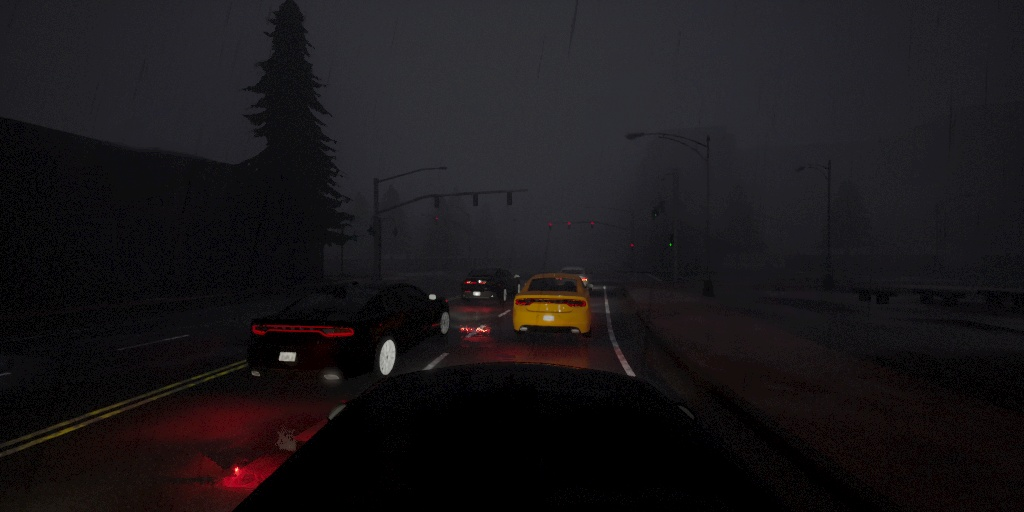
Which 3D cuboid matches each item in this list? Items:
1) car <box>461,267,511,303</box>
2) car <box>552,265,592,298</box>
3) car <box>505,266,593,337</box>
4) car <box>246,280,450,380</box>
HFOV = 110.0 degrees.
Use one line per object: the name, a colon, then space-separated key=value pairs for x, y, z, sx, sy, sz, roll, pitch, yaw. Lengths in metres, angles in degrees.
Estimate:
car: x=-0.859 y=1.255 z=16.672 sx=1.837 sy=1.490 sz=4.892 roll=0 pitch=0 yaw=13
car: x=3.370 y=1.274 z=19.428 sx=1.812 sy=1.442 sz=4.674 roll=0 pitch=0 yaw=14
car: x=1.301 y=1.228 z=10.398 sx=1.882 sy=1.535 sz=5.008 roll=0 pitch=0 yaw=11
car: x=-2.764 y=1.228 z=7.368 sx=1.882 sy=1.535 sz=5.008 roll=0 pitch=0 yaw=7
